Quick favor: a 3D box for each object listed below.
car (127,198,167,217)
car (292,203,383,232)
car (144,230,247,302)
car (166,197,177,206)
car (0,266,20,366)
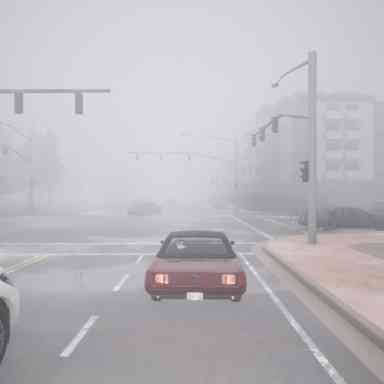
[{"bbox_3d":[-4.468,1.564,31.973,1.994,1.385,4.181,0,0,23],"label":"car"},{"bbox_3d":[8.983,1.547,19.543,5.357,1.411,2.033,0,0,-3],"label":"car"},{"bbox_3d":[0.132,1.601,8.246,1.895,1.301,4.718,0,0,2],"label":"car"},{"bbox_3d":[-3.406,1.491,55.148,2.128,1.511,4.902,0,0,0],"label":"car"},{"bbox_3d":[-3.455,1.221,2.189,2.150,2.045,5.566,0,0,1],"label":"car"}]
